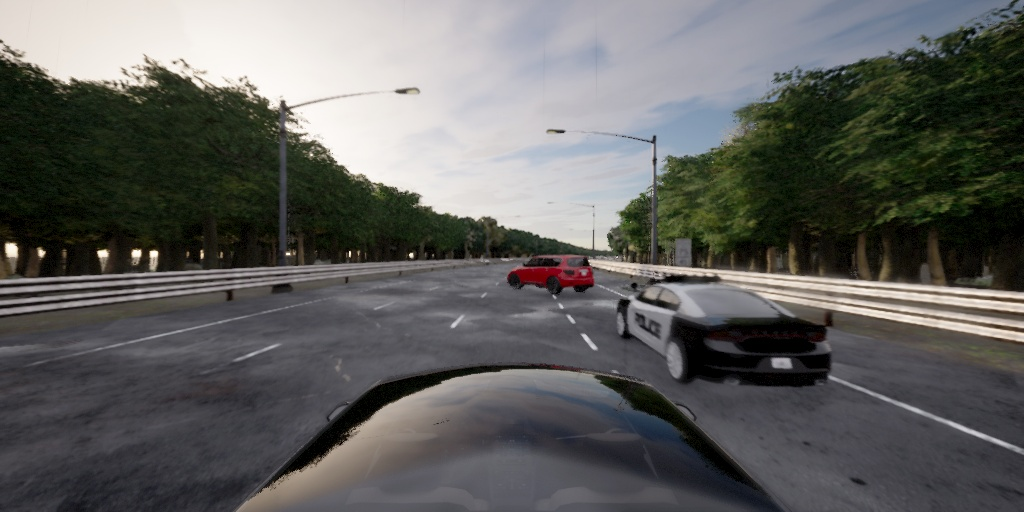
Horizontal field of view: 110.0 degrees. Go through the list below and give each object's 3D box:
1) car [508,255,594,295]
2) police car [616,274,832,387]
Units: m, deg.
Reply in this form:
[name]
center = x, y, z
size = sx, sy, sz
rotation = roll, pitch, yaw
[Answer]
[car]
center = 2.035, 0.961, 20.136
size = 2.150, 2.045, 5.566
rotation = 0, 0, -36
[police car]
center = 3.530, 1.179, 7.232
size = 1.930, 1.638, 5.238
rotation = 0, 0, 1
